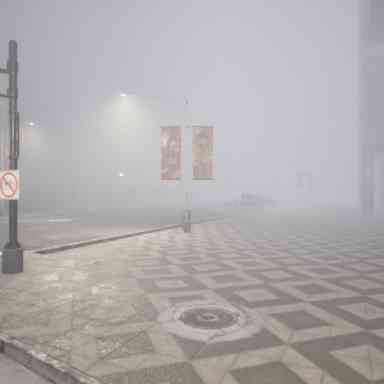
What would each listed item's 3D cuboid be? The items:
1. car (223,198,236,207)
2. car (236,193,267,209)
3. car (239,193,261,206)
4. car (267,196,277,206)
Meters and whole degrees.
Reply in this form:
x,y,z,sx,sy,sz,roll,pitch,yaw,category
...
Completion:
x,y,z,sx,sy,sz,roll,pitch,yaw,category
6.222,1.570,49.009,1.895,1.301,4.718,0,0,27,car
8.272,1.188,45.791,2.150,2.045,5.566,0,0,27,car
9.887,1.183,56.572,2.150,2.045,5.566,0,0,26,car
12.793,1.448,55.117,2.128,1.511,4.902,0,0,26,car
